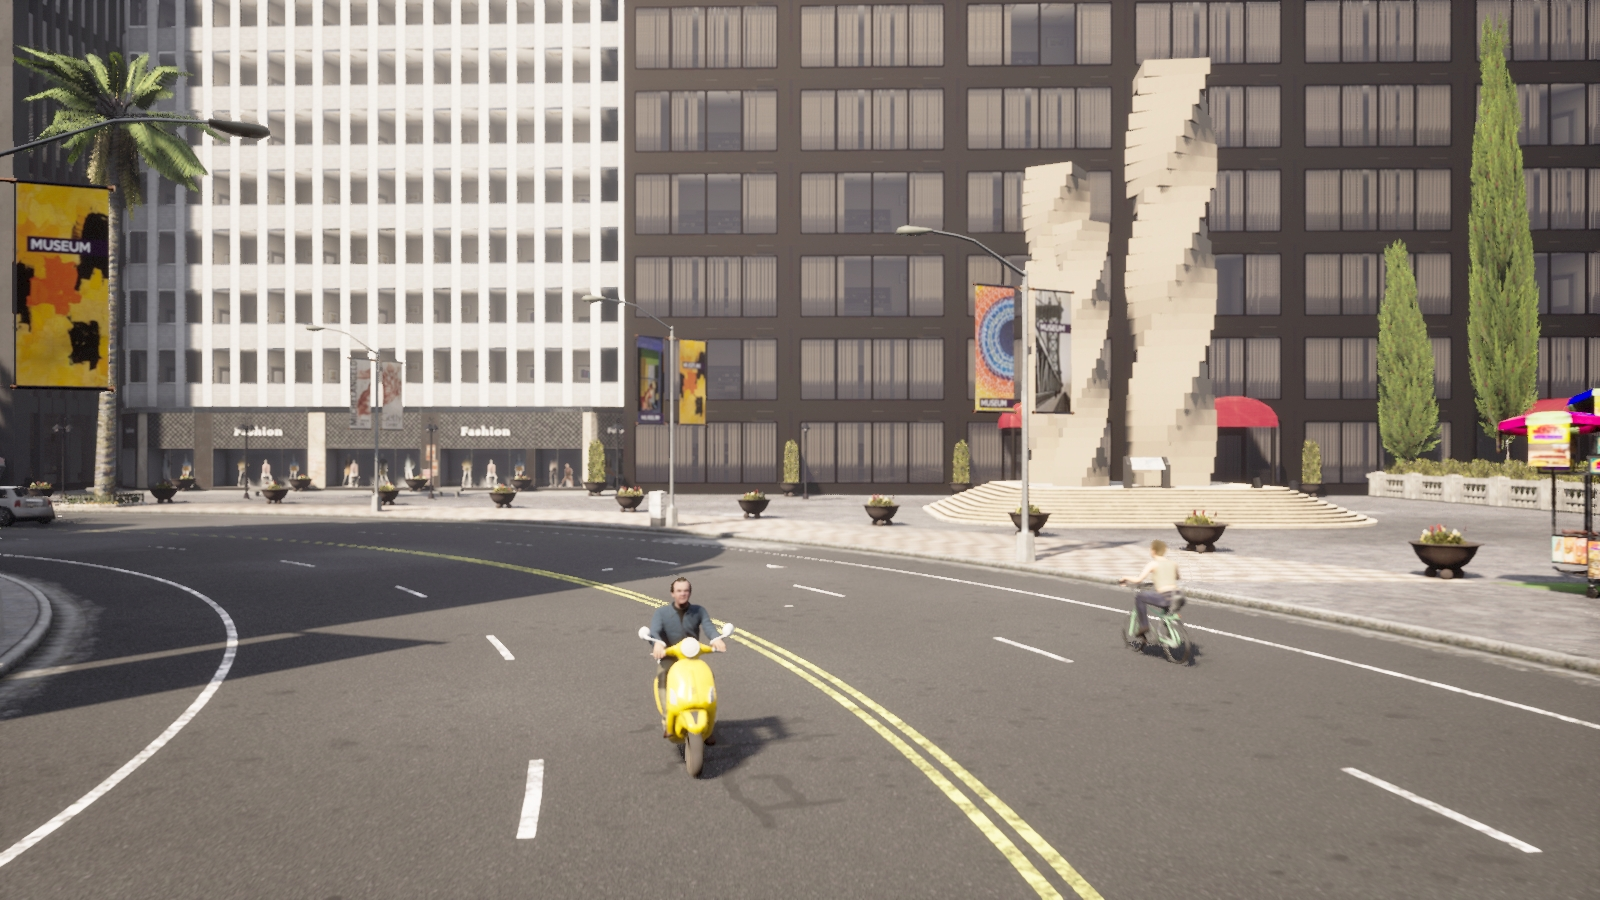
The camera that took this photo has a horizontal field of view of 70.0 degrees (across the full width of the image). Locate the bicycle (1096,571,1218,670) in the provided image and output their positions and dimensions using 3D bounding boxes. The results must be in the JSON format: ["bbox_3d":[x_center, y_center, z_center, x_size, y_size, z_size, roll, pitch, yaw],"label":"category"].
[{"bbox_3d":[4.769,2.259,15.364,0.859,1.080,1.487,0,0,-18],"label":"bicycle"}]

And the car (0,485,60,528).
[{"bbox_3d":[-29.990,2.072,42.523,3.806,1.475,1.970,0,0,12],"label":"car"}]
